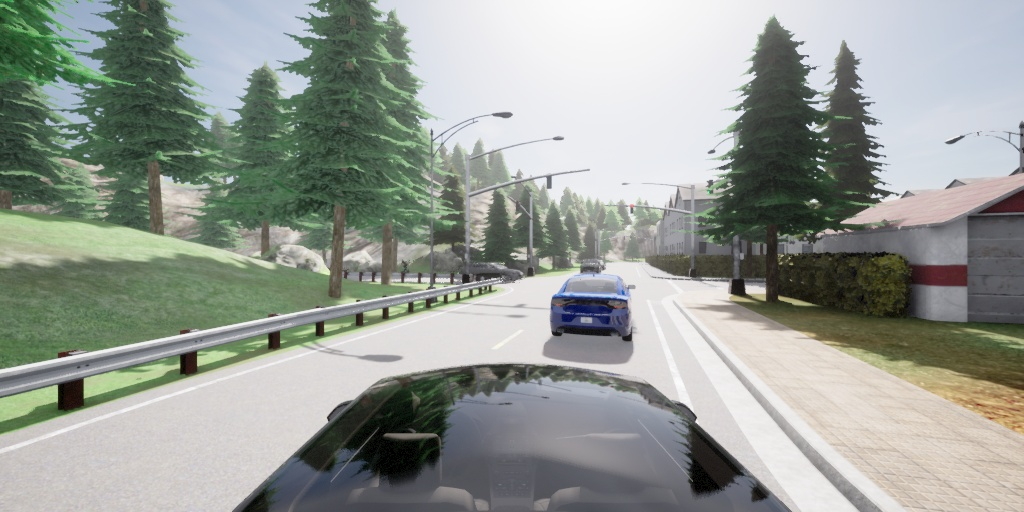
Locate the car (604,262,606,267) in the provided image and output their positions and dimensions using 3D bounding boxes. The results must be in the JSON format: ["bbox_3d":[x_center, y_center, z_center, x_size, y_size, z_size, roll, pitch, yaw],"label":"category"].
[{"bbox_3d":[12.772,1.297,52.735,2.033,1.411,5.357,0,0,19],"label":"car"}]

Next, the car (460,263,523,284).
[{"bbox_3d":[-1.570,1.254,27.383,4.902,1.511,2.128,0,0,18],"label":"car"}]

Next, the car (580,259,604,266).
[{"bbox_3d":[9.438,1.102,42.821,2.097,1.767,4.553,0,0,19],"label":"car"}]

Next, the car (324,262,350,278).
[{"bbox_3d":[-17.003,1.243,32.433,5.008,1.535,1.882,0,0,18],"label":"car"}]

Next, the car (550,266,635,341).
[{"bbox_3d":[2.372,1.228,10.062,1.882,1.535,5.008,0,0,18],"label":"car"}]

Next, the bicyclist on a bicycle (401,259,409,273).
[{"bbox_3d":[-11.447,1.167,38.035,0.582,1.620,1.656,-2,5,18],"label":"bicyclist on a bicycle"}]
